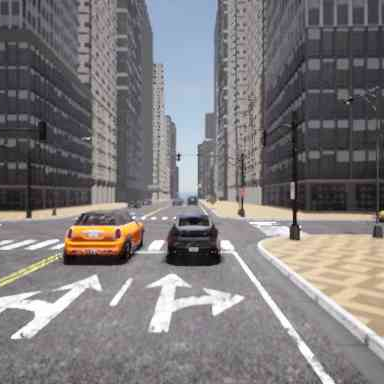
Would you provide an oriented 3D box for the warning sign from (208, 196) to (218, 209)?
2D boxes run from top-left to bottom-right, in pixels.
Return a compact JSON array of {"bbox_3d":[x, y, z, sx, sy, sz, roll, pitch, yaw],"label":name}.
[{"bbox_3d":[2.925,1.494,46.900,1.300,1.860,1.060,0,0,0],"label":"warning sign"}]

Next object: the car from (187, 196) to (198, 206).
[{"bbox_3d":[0.108,1.824,69.533,2.150,2.045,5.566,0,-1,0],"label":"car"}]

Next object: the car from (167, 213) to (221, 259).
[{"bbox_3d":[0.077,1.597,12.994,1.837,1.490,4.892,0,0,1],"label":"car"}]

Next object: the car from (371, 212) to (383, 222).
[{"bbox_3d":[17.128,1.736,26.890,4.829,1.417,1.752,0,0,2],"label":"car"}]

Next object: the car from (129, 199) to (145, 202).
[{"bbox_3d":[-9.721,1.970,56.123,1.837,1.490,4.892,0,0,1],"label":"car"}]

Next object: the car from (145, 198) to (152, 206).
[{"bbox_3d":[-9.640,2.144,71.550,2.128,1.511,4.902,0,-1,0],"label":"car"}]

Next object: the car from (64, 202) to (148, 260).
[{"bbox_3d":[-3.174,1.443,12.904,2.097,1.767,4.553,0,0,1],"label":"car"}]

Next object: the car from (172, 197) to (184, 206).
[{"bbox_3d":[-3.143,2.116,69.088,2.128,1.511,4.902,0,-1,0],"label":"car"}]

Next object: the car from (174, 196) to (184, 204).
[{"bbox_3d":[-3.127,1.902,79.479,2.097,1.767,4.553,0,-1,0],"label":"car"}]
